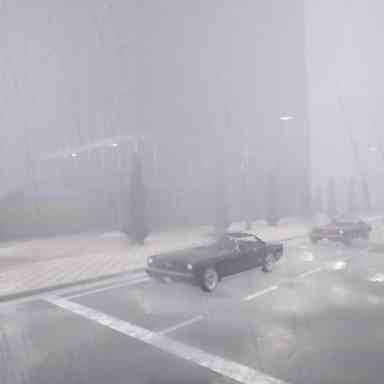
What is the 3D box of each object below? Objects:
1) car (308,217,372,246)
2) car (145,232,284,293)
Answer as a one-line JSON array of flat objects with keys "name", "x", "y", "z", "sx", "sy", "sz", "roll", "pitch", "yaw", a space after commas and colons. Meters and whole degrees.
[{"name": "car", "x": 7.957, "y": 2.008, "z": 17.730, "sx": 1.895, "sy": 1.301, "sz": 4.718, "roll": -3, "pitch": -3, "yaw": 43}, {"name": "car", "x": 0.878, "y": 1.934, "z": 10.093, "sx": 1.895, "sy": 1.301, "sz": 4.718, "roll": -3, "pitch": -3, "yaw": 43}]
